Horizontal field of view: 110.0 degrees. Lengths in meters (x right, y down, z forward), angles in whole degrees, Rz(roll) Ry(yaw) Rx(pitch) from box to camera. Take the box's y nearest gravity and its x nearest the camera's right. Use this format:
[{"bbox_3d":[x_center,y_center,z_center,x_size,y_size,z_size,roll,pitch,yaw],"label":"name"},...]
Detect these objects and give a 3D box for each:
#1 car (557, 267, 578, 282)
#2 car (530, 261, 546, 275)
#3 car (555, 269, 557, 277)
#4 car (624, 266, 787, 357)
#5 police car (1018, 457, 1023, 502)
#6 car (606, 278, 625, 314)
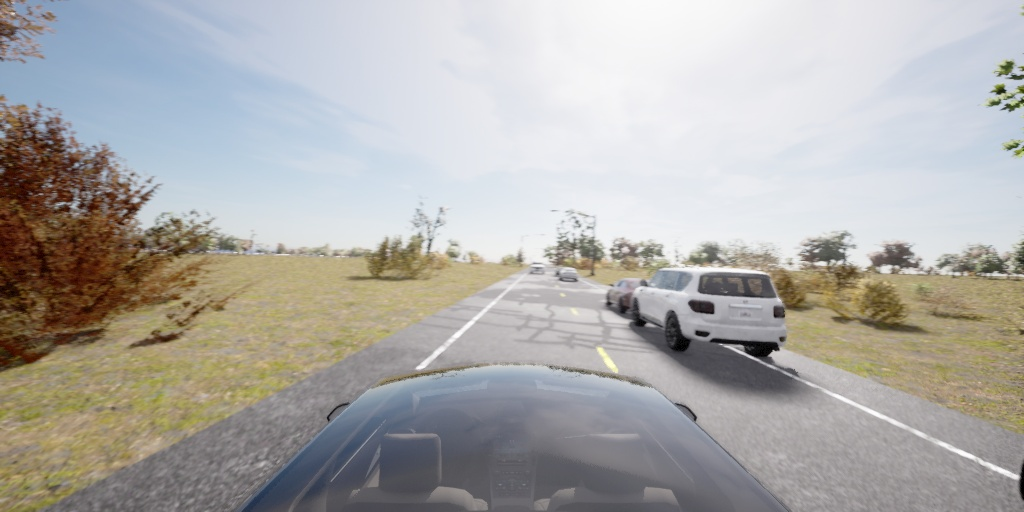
[{"bbox_3d":[6.347,2.046,40.377,1.812,1.442,4.674,3,-1,5],"label":"car"},{"bbox_3d":[4.062,1.813,56.794,2.150,2.045,5.566,3,-1,4],"label":"car"},{"bbox_3d":[7.123,2.286,51.236,1.895,1.301,4.718,3,-1,4],"label":"car"},{"bbox_3d":[5.043,1.329,10.110,2.150,2.045,5.566,3,-1,4],"label":"car"},{"bbox_3d":[4.274,1.376,0.217,1.930,1.638,5.238,3,-1,4],"label":"police car"},{"bbox_3d":[5.483,1.722,16.059,1.812,1.442,4.674,3,-1,4],"label":"car"}]
